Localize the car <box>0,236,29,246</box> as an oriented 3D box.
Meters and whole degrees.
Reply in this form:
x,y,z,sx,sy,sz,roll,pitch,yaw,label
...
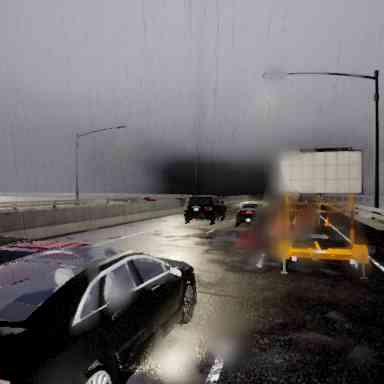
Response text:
x,y,z,sx,sy,sz,roll,pitch,yaw,label
-4.183,1.602,7.189,1.895,1.301,4.718,0,0,16,car

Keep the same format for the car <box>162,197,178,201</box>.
x,y,z,sx,sy,sz,roll,pitch,yaw,label
-2.288,1.489,50.361,1.882,1.535,5.008,0,0,17,car

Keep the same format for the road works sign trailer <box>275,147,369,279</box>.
x,y,z,sx,sy,sz,roll,pitch,yaw,label
3.909,0.468,10.244,2.380,3.560,2.880,0,0,17,road works sign trailer

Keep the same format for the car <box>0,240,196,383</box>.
x,y,z,sx,sy,sz,roll,pitch,yaw,label
-1.325,1.492,4.492,2.128,1.511,4.902,0,0,16,car

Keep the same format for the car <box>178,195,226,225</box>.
x,y,z,sx,sy,sz,roll,pitch,yaw,label
1.056,1.232,24.751,2.150,2.045,5.566,0,0,17,car

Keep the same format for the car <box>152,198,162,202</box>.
x,y,z,sx,sy,sz,roll,pitch,yaw,label
-4.396,1.575,55.332,1.994,1.385,4.181,0,0,17,car

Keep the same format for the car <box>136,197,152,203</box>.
x,y,z,sx,sy,sz,roll,pitch,yaw,label
-7.779,1.538,56.246,1.812,1.442,4.674,0,0,18,car

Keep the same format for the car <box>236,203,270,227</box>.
x,y,z,sx,sy,sz,roll,pitch,yaw,label
4.248,1.511,23.217,1.837,1.490,4.892,0,0,17,car
